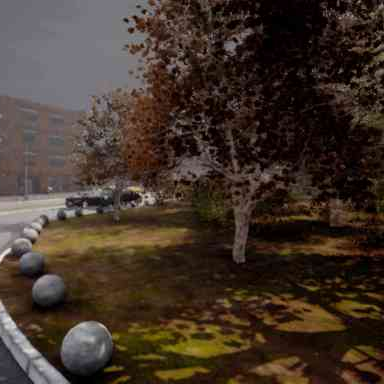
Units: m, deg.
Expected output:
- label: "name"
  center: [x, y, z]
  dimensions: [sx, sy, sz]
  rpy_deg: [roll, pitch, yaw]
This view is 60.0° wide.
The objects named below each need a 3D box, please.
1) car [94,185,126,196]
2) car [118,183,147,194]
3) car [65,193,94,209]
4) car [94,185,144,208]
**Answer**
- label: "car"
  center: [-13.572, -0.314, 55.645]
  dimensions: [1.946, 1.575, 5.366]
  rpy_deg: [1, 4, 31]
- label: "car"
  center: [-10.722, -0.649, 60.364]
  dimensions: [1.946, 1.575, 5.366]
  rpy_deg: [1, 4, 31]
- label: "car"
  center: [-10.898, 0.833, 34.513]
  dimensions: [1.882, 1.535, 5.008]
  rpy_deg: [0, 3, 21]
- label: "car"
  center: [-7.325, 0.523, 34.850]
  dimensions: [2.150, 2.045, 5.566]
  rpy_deg: [1, 3, 23]
